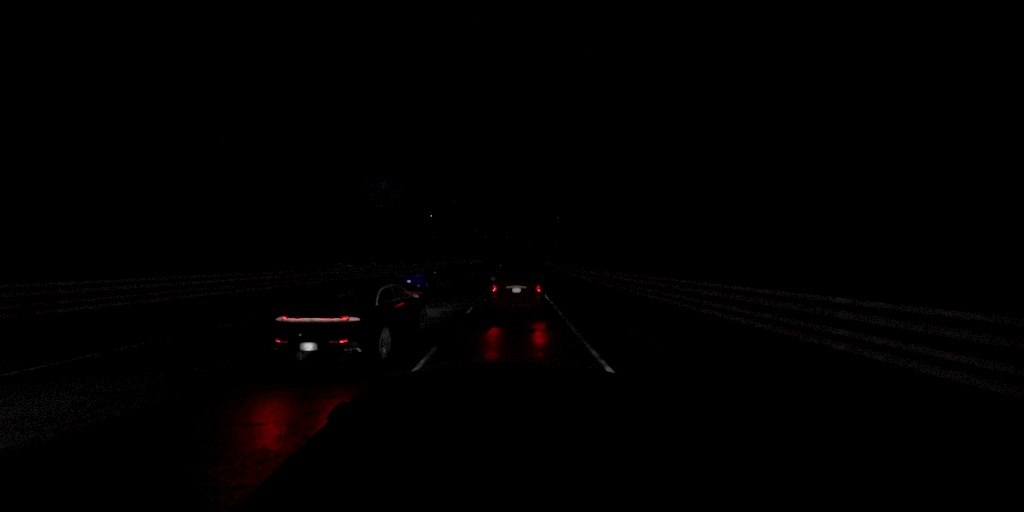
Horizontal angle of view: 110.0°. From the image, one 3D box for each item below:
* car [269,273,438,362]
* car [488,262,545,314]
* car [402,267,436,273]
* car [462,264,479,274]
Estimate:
[{"bbox_3d":[-3.375,1.325,8.404,2.128,1.511,4.902,0,-1,0],"label":"car"},{"bbox_3d":[0.185,1.270,14.827,2.097,1.767,4.553,0,-1,1],"label":"car"},{"bbox_3d":[-6.653,1.530,25.789,1.882,1.535,5.008,0,-1,1],"label":"car"},{"bbox_3d":[-5.896,1.864,51.604,2.033,1.411,5.357,0,0,3],"label":"car"}]
